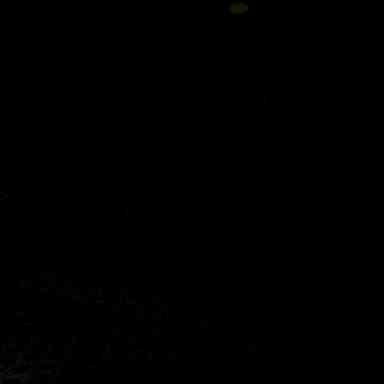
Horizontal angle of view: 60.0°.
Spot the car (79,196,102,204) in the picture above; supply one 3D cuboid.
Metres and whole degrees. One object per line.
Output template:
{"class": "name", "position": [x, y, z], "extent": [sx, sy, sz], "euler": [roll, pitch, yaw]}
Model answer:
{"class": "car", "position": [-16.962, 1.760, 56.581], "extent": [2.150, 2.045, 5.566], "euler": [0, 0, 36]}
